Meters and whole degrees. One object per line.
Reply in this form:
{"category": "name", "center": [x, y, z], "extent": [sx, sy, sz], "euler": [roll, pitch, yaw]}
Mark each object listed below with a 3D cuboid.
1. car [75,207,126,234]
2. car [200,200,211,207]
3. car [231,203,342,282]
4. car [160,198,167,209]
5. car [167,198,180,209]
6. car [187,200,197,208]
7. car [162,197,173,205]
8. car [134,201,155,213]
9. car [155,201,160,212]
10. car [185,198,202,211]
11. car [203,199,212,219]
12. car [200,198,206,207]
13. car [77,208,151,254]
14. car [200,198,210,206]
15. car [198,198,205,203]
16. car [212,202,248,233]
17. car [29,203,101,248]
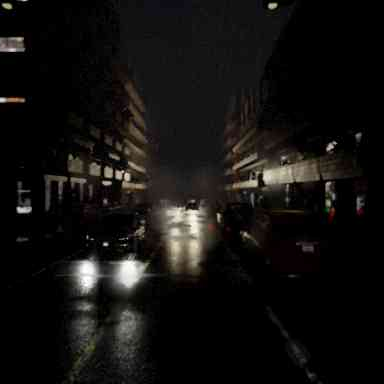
{"category": "car", "center": [-5.694, 1.762, 21.306], "extent": [2.008, 1.369, 4.403], "euler": [-1, -1, 0]}
{"category": "car", "center": [2.723, 2.224, 66.086], "extent": [1.947, 1.339, 4.313], "euler": [-1, -1, 0]}
{"category": "car", "center": [2.683, 1.416, 10.071], "extent": [2.192, 1.841, 5.009], "euler": [-1, -1, 0]}
{"category": "car", "center": [-5.665, 2.097, 54.917], "extent": [2.008, 1.369, 4.403], "euler": [-1, -1, 0]}
{"category": "car", "center": [-3.026, 2.152, 55.490], "extent": [1.895, 1.301, 4.718], "euler": [0, -1, 1]}
{"category": "car", "center": [0.041, 2.235, 63.732], "extent": [1.895, 1.301, 4.718], "euler": [0, -1, 0]}
{"category": "car", "center": [-5.654, 2.085, 77.326], "extent": [2.192, 1.841, 5.009], "euler": [-1, -1, 0]}
{"category": "car", "center": [-5.676, 1.960, 38.111], "extent": [1.802, 1.307, 4.206], "euler": [-1, -1, 0]}
{"category": "car", "center": [-5.672, 2.016, 43.712], "extent": [1.802, 1.307, 4.206], "euler": [-1, -1, 0]}
{"category": "car", "center": [0.037, 2.058, 49.704], "extent": [1.994, 1.385, 4.181], "euler": [0, -1, 0]}
{"category": "car", "center": [2.371, 1.778, 32.297], "extent": [1.801, 1.575, 5.366], "euler": [0, -1, 0]}
{"category": "car", "center": [2.719, 2.129, 60.654], "extent": [1.752, 1.417, 4.829], "euler": [-1, -1, 0]}
{"category": "car", "center": [-3.092, 1.647, 14.332], "extent": [1.837, 1.490, 4.892], "euler": [0, -1, 0]}
{"category": "car", "center": [2.724, 2.154, 71.689], "extent": [1.967, 1.590, 4.097], "euler": [-1, -1, 0]}
{"category": "car", "center": [2.741, 2.506, 94.094], "extent": [1.947, 1.339, 4.313], "euler": [-1, -1, 0]}
{"category": "car", "center": [2.690, 1.527, 21.274], "extent": [2.192, 1.841, 5.009], "euler": [-1, -1, 0]}
{"category": "car", "center": [-5.684, 1.471, 15.706], "extent": [2.192, 1.841, 5.009], "euler": [-1, -1, 0]}
